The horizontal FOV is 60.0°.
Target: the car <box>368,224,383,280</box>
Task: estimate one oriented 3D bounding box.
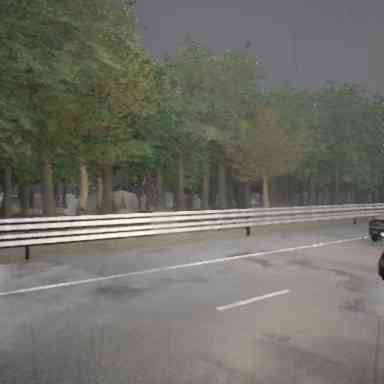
[{"bbox_3d":[6.557,1.563,8.417,4.181,1.385,1.994,0,0,-35],"label":"car"}]

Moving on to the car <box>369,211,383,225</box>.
[{"bbox_3d":[9.906,1.501,15.103,4.892,1.490,1.837,0,0,-35],"label":"car"}]
